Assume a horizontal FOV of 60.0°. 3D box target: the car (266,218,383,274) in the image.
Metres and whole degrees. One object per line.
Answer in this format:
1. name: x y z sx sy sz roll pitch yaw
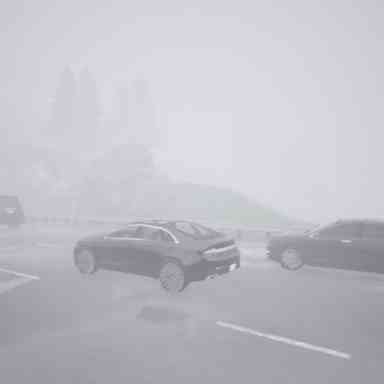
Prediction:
1. car: 4.506 1.481 9.244 4.892 1.490 1.837 0 0 35

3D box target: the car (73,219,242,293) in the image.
1. car: -1.105 1.476 8.817 4.902 1.511 2.128 0 0 34

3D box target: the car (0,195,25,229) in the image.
1. car: -12.382 1.201 19.757 5.566 2.045 2.150 0 0 29
